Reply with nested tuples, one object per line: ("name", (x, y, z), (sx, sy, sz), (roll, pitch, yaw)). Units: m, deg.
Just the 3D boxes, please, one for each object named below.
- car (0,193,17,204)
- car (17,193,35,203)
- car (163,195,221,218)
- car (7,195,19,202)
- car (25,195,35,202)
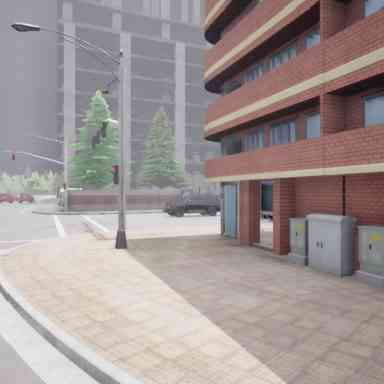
("car", (-37.126, 1.225, 66.633), (2.150, 2.045, 5.566), (0, 0, -23))
("car", (-33.917, 1.225, 68.032), (2.150, 2.045, 5.566), (0, 0, -23))
("car", (0.123, 1.278, 31.355), (5.566, 2.045, 2.150), (0, 0, -22))
("car", (-42.064, 1.540, 78.341), (2.033, 1.411, 5.357), (0, 0, -23))
("car", (-38.677, 1.524, 79.316), (1.812, 1.442, 4.674), (0, 0, -23))
